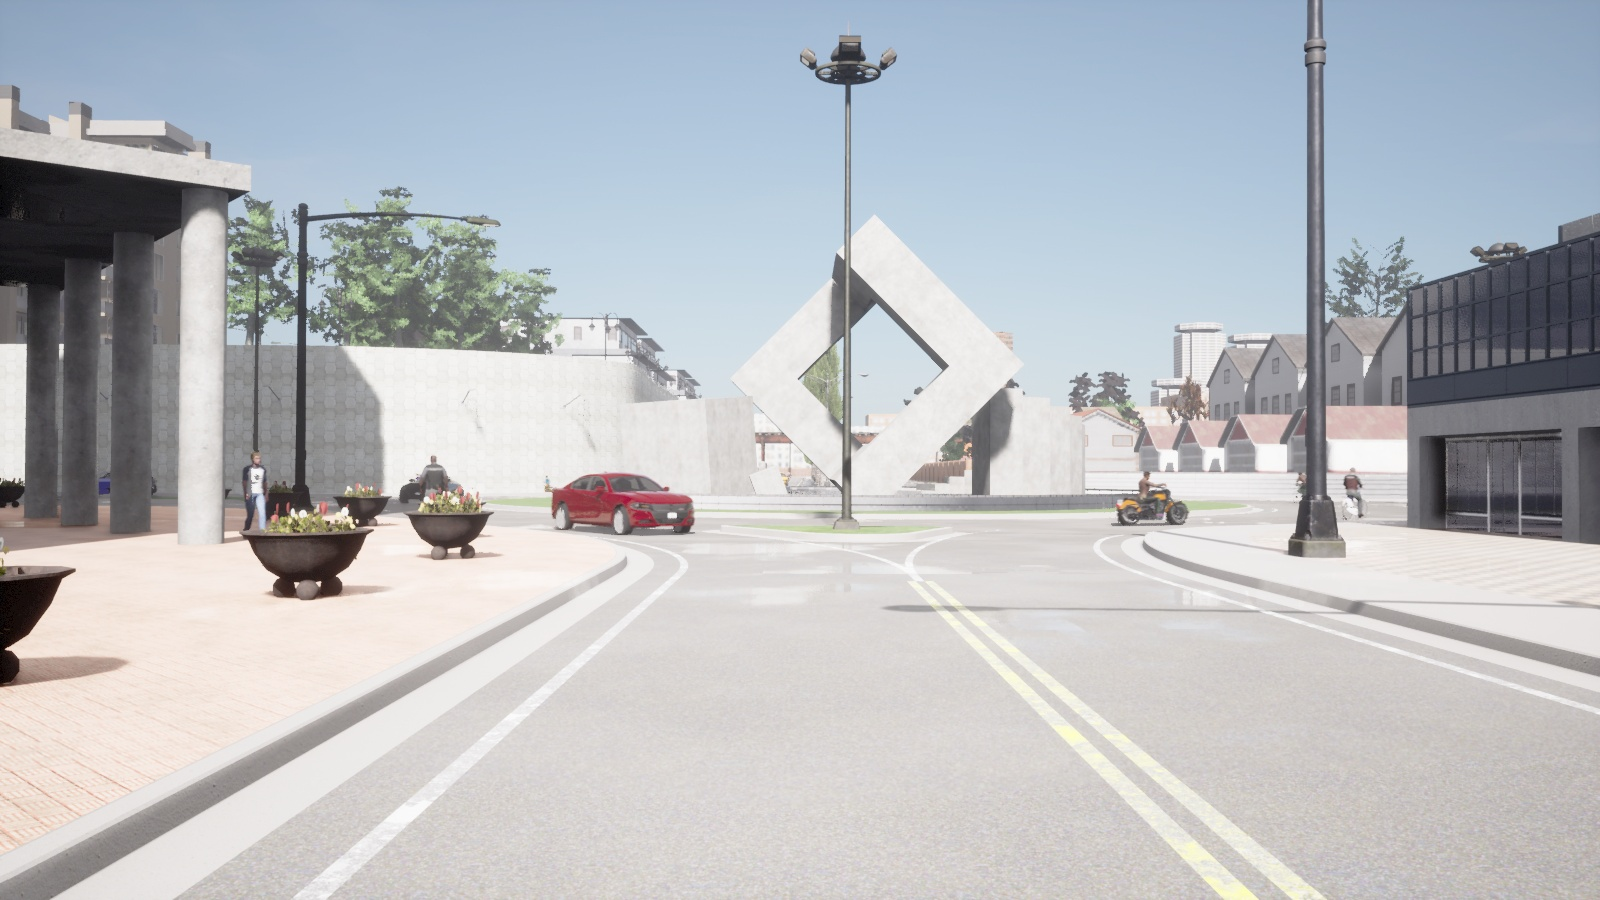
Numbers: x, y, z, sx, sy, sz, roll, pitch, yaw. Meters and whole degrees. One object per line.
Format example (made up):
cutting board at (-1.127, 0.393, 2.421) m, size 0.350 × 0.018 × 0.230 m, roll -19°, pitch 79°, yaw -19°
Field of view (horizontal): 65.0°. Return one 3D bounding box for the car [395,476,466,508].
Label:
car at (-16.939, 1.913, 57.742) m, size 1.994 × 1.385 × 4.181 m, roll 0°, pitch -1°, yaw 1°

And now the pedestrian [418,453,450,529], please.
pedestrian at (-9.220, 1.036, 31.629) m, size 0.563 × 1.883 × 0.849 m, roll 0°, pitch -1°, yaw -33°

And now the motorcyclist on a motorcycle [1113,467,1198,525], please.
motorcyclist on a motorcycle at (10.354, 1.336, 36.580) m, size 2.350 × 1.649 × 0.766 m, roll 0°, pitch -1°, yaw -18°

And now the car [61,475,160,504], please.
car at (-36.486, 2.088, 66.504) m, size 4.193 × 1.474 × 1.816 m, roll 0°, pitch -1°, yaw -4°

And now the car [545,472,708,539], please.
car at (-4.461, 1.340, 31.607) m, size 1.882 × 1.535 × 5.008 m, roll 1°, pitch -1°, yaw -37°

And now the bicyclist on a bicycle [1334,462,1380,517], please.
bicyclist on a bicycle at (18.449, 1.308, 41.573) m, size 1.843 × 1.776 × 0.659 m, roll 0°, pitch -2°, yaw -42°

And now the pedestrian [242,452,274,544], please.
pedestrian at (-10.965, 0.958, 25.390) m, size 0.706 × 1.836 × 0.354 m, roll -1°, pitch -1°, yaw 44°
